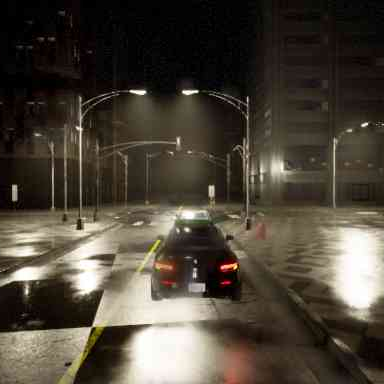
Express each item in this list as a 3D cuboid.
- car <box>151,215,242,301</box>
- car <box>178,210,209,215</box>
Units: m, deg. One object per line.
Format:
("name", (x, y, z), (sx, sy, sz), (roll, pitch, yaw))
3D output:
("car", (0.086, 1.523, 8.186), (1.812, 1.442, 4.674), (0, 0, 0))
("car", (0.076, 1.593, 17.211), (1.895, 1.301, 4.718), (0, 0, 0))
